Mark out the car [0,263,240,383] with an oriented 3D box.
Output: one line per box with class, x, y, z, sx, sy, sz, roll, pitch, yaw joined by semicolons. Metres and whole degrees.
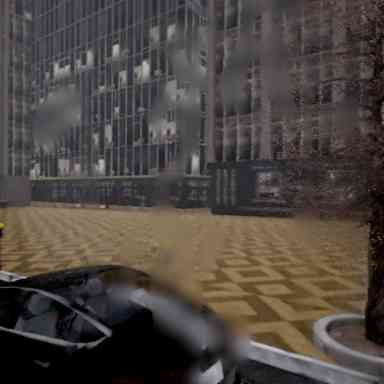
car;-1.532;1.565;3.956;4.313;1.339;1.947;0;1;35
